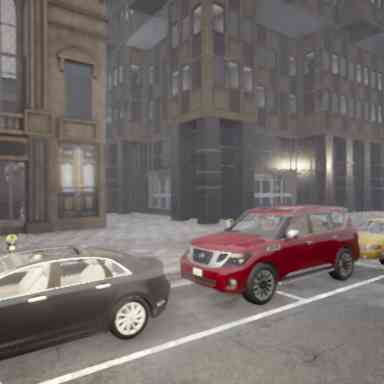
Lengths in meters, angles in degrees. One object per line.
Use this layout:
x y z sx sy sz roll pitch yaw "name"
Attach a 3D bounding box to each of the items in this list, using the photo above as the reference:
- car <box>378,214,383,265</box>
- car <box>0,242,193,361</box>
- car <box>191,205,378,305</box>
6.588 1.475 11.386 4.829 1.417 1.752 0 0 -36 "car"
-2.403 1.551 4.933 4.403 1.369 2.008 0 0 -36 "car"
2.160 1.289 8.209 5.009 1.841 2.192 0 0 -36 "car"
